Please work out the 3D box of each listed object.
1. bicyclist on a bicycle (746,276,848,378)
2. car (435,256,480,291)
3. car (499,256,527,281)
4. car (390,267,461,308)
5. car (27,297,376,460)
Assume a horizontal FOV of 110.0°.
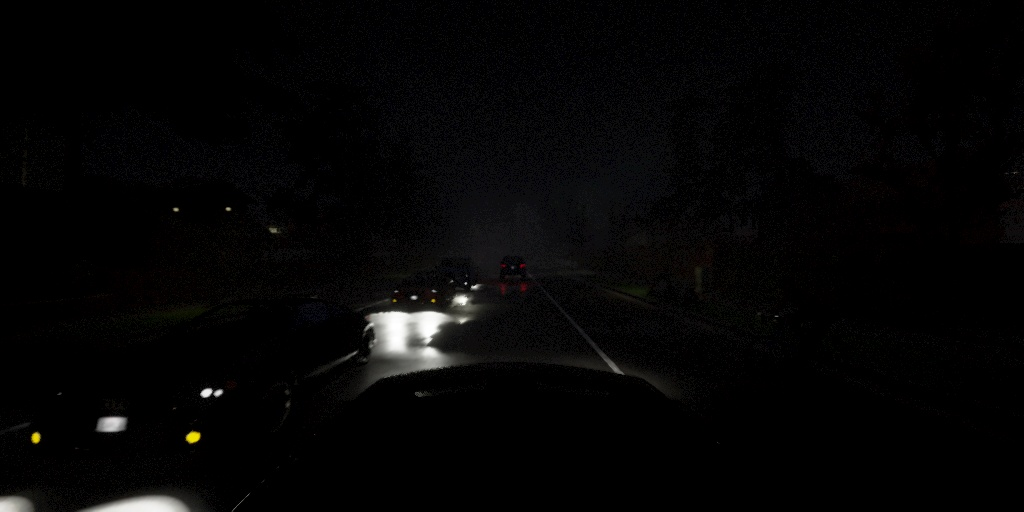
[{"bbox_3d":[4.563,1.152,5.743,1.656,1.620,0.582,0,0,0],"label":"bicyclist on a bicycle"},{"bbox_3d":[-3.501,1.055,22.700,2.150,2.045,5.566,0,1,0],"label":"car"},{"bbox_3d":[0.094,0.979,30.869,2.150,2.045,5.566,0,0,1],"label":"car"},{"bbox_3d":[-3.594,1.328,15.139,1.994,1.385,4.181,0,0,0],"label":"car"},{"bbox_3d":[-3.598,1.326,5.214,1.994,1.385,4.181,0,0,0],"label":"car"}]
